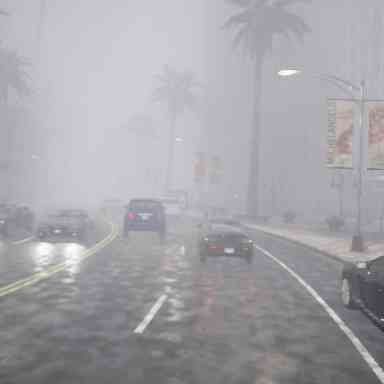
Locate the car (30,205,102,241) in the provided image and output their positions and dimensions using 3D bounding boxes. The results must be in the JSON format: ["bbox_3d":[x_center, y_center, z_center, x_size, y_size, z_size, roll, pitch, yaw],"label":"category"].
[{"bbox_3d":[-6.035,1.541,16.477,1.994,1.385,4.181,2,-1,-5],"label":"car"}]

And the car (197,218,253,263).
[{"bbox_3d":[1.195,1.733,12.955,1.812,1.442,4.674,2,-1,0],"label":"car"}]

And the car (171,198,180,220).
[{"bbox_3d":[-2.858,1.503,31.286,2.150,2.045,5.566,3,-1,-21],"label":"car"}]

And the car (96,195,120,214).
[{"bbox_3d":[-9.014,1.469,36.964,2.097,1.767,4.553,2,-1,-23],"label":"car"}]

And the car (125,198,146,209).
[{"bbox_3d":[-9.259,1.801,54.046,2.231,1.521,4.892,2,-1,-23],"label":"car"}]

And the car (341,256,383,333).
[{"bbox_3d":[3.946,1.694,5.335,1.882,1.535,5.008,2,-1,8],"label":"car"}]

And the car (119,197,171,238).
[{"bbox_3d":[-2.676,1.354,18.793,2.150,2.045,5.566,3,-1,-9],"label":"car"}]

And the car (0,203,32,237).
[{"bbox_3d":[-9.553,1.341,16.978,2.128,1.511,4.902,2,-1,-7],"label":"car"}]

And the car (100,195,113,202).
[{"bbox_3d":[-20.855,1.568,81.034,2.185,1.767,4.553,2,-1,-23],"label":"car"}]
